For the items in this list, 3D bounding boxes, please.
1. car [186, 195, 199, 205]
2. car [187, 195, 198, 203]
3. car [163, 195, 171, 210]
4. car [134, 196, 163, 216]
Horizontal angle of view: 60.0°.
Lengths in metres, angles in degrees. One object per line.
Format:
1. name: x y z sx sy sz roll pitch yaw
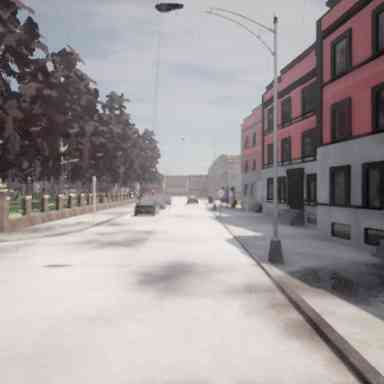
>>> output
1. car: 0.116 1.288 54.706 1.812 1.442 4.674 0 0 0
2. car: 0.019 1.265 64.839 2.033 1.411 5.357 0 0 0
3. car: -4.093 1.371 40.634 2.033 1.411 5.357 0 0 0
4. car: -4.096 1.344 30.734 1.882 1.535 5.008 0 0 0
